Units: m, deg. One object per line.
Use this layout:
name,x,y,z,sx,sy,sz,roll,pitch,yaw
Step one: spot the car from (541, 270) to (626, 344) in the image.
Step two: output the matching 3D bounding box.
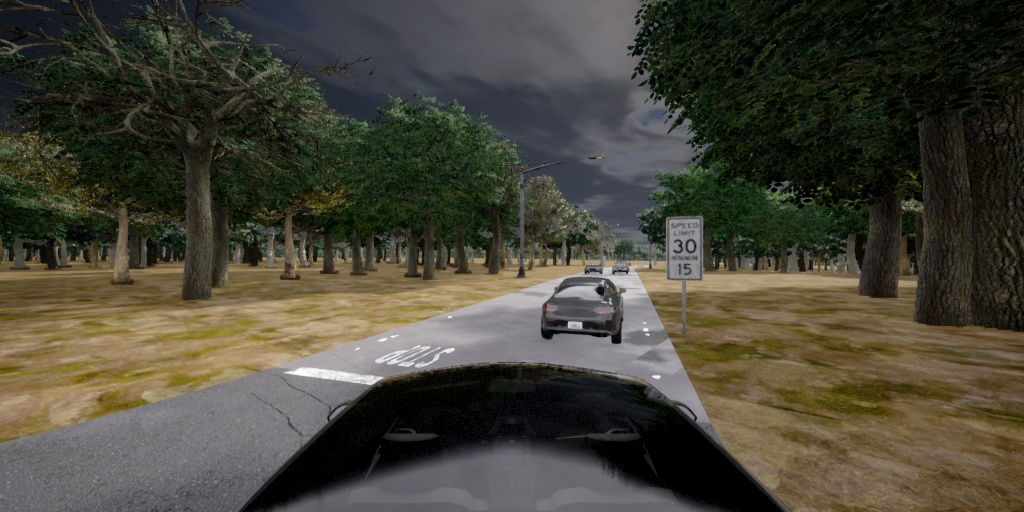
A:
car,2.029,1.278,9.657,1.812,1.442,4.674,0,0,18

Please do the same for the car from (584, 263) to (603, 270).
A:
car,10.109,1.501,44.058,1.994,1.385,4.181,0,-1,18

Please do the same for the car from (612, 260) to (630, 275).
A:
car,13.001,1.483,42.990,2.033,1.411,5.357,0,-1,18

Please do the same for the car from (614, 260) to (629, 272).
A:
car,16.179,1.430,52.830,2.097,1.767,4.553,0,-1,18
